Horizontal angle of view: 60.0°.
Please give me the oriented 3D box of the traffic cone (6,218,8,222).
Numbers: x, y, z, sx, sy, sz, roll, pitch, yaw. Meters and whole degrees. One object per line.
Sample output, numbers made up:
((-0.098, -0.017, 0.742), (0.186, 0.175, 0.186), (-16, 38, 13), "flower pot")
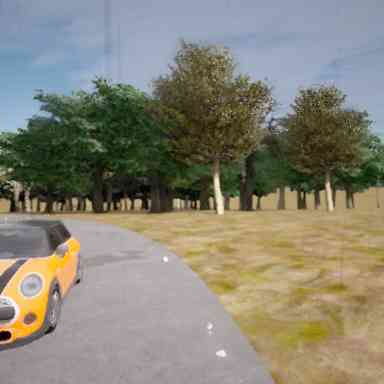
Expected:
((-15.038, 2.355, 27.051), (0.340, 0.580, 0.340), (0, -1, -39), "traffic cone")

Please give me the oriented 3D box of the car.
((-3.531, 1.416, 6.670), (2.097, 1.767, 4.553), (0, -1, -11), "car")
